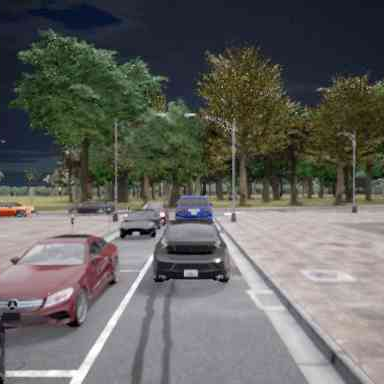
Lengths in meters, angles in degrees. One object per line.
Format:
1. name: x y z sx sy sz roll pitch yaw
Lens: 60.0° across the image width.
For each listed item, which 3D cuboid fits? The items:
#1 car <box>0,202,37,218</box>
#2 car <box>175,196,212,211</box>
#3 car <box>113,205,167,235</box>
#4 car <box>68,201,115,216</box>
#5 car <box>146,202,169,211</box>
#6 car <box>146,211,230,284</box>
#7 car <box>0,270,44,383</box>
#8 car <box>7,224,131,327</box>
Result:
1. car: -17.931 1.742 33.104 4.553 1.767 2.097 -1 1 0
2. car: 0.108 1.255 20.771 2.150 2.045 5.566 0 0 0
3. car: -2.639 1.594 17.836 1.947 1.339 4.313 -1 0 0
4. car: -10.852 1.727 35.842 4.892 1.490 1.837 -1 0 3
5. car: -2.638 1.477 23.272 1.967 1.590 4.097 -1 0 0
6. car: -0.012 1.520 9.628 1.837 1.490 4.892 0 0 0
7. car: -2.646 1.568 1.532 1.947 1.339 4.313 -1 0 0
8. car: -2.644 1.593 6.967 1.802 1.307 4.206 -1 0 0
